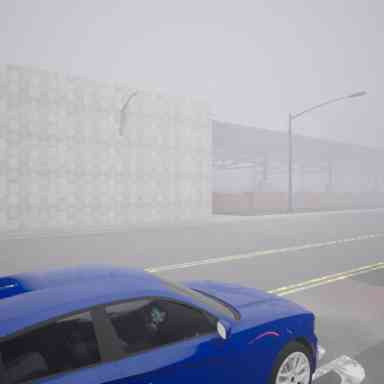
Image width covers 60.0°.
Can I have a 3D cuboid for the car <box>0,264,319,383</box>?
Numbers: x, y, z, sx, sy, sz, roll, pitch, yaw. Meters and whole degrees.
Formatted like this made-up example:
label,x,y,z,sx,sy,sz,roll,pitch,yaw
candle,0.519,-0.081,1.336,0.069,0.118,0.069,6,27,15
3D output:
label,x,y,z,sx,sy,sz,roll,pitch,yaw
car,-0.820,1.478,3.163,5.008,1.535,1.882,0,0,-36
